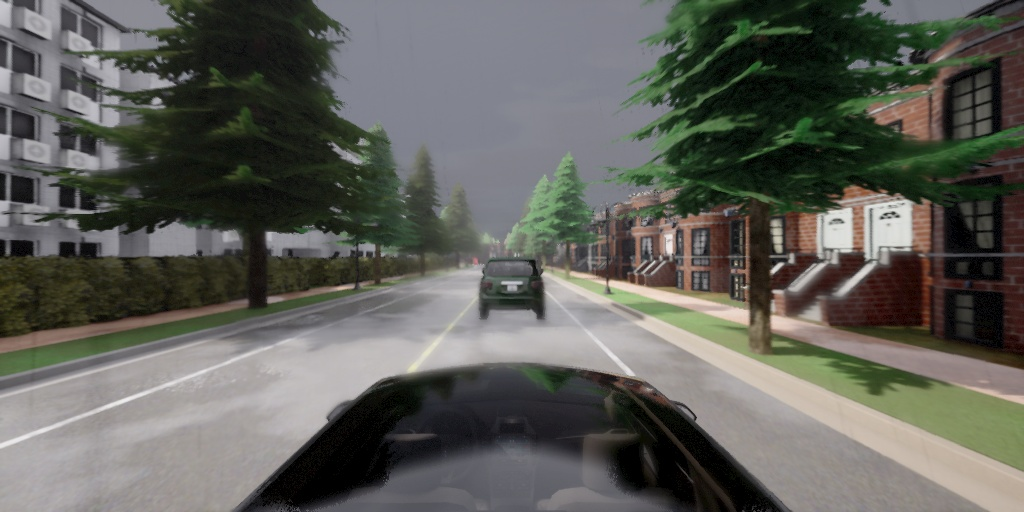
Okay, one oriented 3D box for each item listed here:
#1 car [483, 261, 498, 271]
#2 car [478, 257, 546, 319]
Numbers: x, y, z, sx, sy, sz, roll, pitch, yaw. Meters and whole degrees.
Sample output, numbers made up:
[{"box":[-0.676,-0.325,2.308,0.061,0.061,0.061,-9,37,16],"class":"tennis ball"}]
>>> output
[{"box":[-3.570,1.592,59.455,2.128,1.511,4.902,0,0,1],"class":"car"},{"box":[0.029,1.043,13.227,2.150,2.045,5.566,0,0,0],"class":"car"}]
